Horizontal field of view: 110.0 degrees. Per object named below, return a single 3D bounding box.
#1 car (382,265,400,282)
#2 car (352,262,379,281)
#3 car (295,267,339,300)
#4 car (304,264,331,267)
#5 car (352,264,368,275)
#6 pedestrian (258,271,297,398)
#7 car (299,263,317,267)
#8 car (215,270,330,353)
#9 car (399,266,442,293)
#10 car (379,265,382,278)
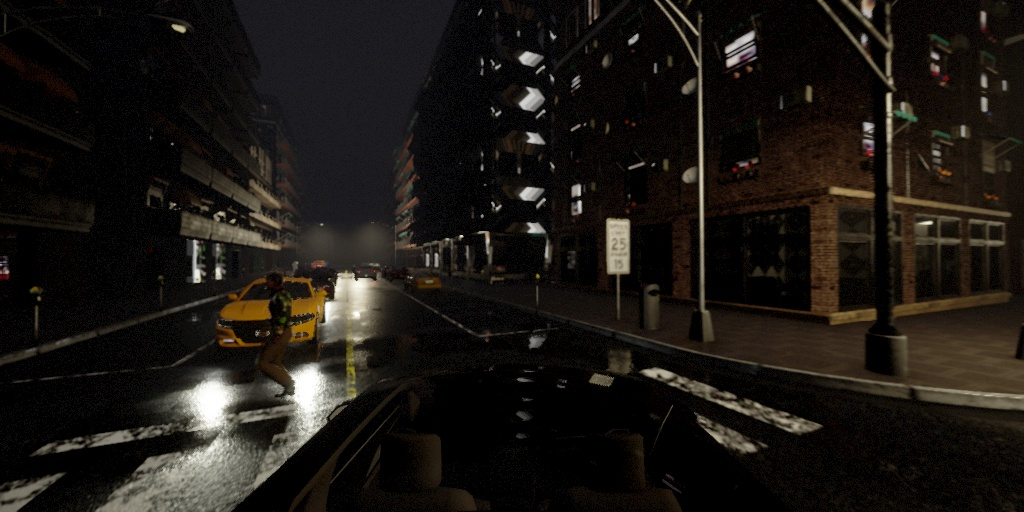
[{"bbox_3d":[-10.323,1.581,32.468,1.888,1.381,4.507,0,0,-25],"label":"car"},{"bbox_3d":[-14.372,1.603,35.049,1.812,1.442,4.674,0,-1,-25],"label":"car"},{"bbox_3d":[-10.245,1.481,18.522,1.994,1.385,4.181,0,-1,-25],"label":"car"},{"bbox_3d":[-14.673,1.563,28.100,2.033,1.411,5.357,0,-1,-25],"label":"car"},{"bbox_3d":[-21.011,1.838,49.389,1.895,1.301,4.718,0,-1,-25],"label":"car"},{"bbox_3d":[-3.306,1.081,5.094,0.375,1.860,0.375,0,-1,-25],"label":"pedestrian"},{"bbox_3d":[-22.694,1.734,39.242,1.802,1.307,4.207,0,0,-25],"label":"car"},{"bbox_3d":[-6.082,1.308,9.518,1.882,1.535,5.008,0,0,-25],"label":"car"},{"bbox_3d":[-5.639,1.453,22.349,1.751,1.417,4.829,0,0,-25],"label":"car"},{"bbox_3d":[-12.701,1.638,37.606,1.888,1.381,4.507,0,0,-25],"label":"car"}]
